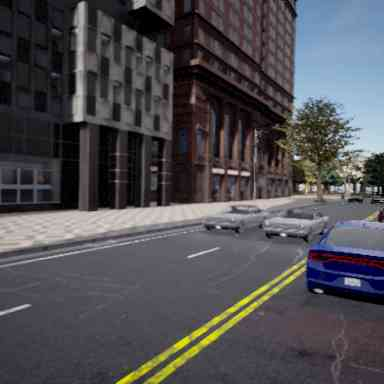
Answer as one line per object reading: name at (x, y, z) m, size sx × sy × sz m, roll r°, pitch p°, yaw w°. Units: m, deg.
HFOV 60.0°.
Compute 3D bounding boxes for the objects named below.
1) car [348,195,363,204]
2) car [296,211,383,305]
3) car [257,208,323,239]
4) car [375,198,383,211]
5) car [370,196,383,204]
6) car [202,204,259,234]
car at (27.353, 1.234, 55.580) m, size 1.895 × 1.301 × 4.718 m, roll 2°, pitch 1°, yaw 33°
car at (4.170, 1.422, 7.903) m, size 1.882 × 1.535 × 5.008 m, roll 2°, pitch 1°, yaw 33°
car at (4.949, 1.433, 15.422) m, size 1.895 × 1.301 × 4.718 m, roll 2°, pitch 1°, yaw 33°
car at (14.237, 1.422, 23.333) m, size 1.812 × 1.442 × 4.674 m, roll 2°, pitch 1°, yaw 33°
car at (30.075, 1.315, 53.807) m, size 1.895 × 1.301 × 4.718 m, roll 2°, pitch 1°, yaw 33°
car at (2.447, 1.344, 17.533) m, size 1.895 × 1.301 × 4.718 m, roll 2°, pitch 1°, yaw 33°
